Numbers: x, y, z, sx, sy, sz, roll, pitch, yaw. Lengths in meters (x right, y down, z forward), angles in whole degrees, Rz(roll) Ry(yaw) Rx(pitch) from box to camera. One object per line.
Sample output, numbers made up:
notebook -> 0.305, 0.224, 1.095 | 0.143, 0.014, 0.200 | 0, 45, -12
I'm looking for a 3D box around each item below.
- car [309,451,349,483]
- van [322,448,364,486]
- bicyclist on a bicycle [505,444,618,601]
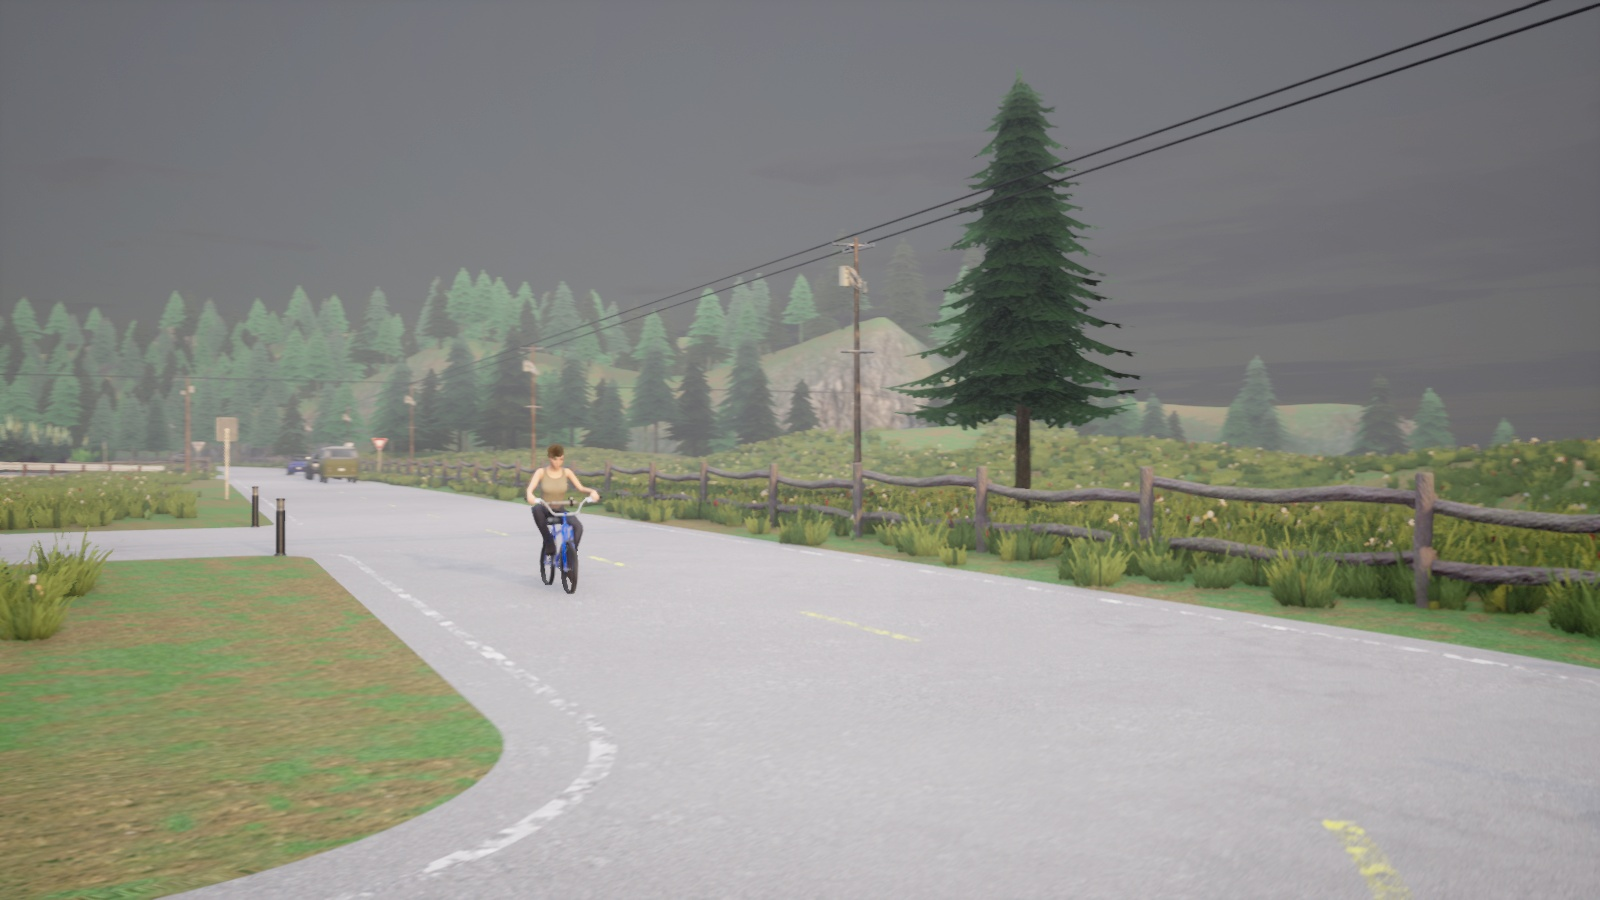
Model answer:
car -> -28.640, 1.021, 76.318 | 1.932, 1.855, 4.605 | 0, 0, -25
van -> -24.852, 0.905, 68.212 | 1.775, 1.987, 4.442 | 0, 0, -25
bicyclist on a bicycle -> -2.635, 0.752, 13.776 | 0.866, 1.612, 1.509 | 0, 0, -25
